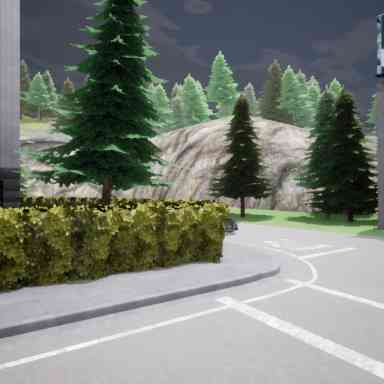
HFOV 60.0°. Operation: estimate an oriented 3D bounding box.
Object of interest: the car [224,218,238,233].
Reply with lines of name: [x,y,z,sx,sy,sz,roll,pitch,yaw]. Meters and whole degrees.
car: [0.727,1.740,19.863,1.994,1.385,4.181,0,0,-43]
